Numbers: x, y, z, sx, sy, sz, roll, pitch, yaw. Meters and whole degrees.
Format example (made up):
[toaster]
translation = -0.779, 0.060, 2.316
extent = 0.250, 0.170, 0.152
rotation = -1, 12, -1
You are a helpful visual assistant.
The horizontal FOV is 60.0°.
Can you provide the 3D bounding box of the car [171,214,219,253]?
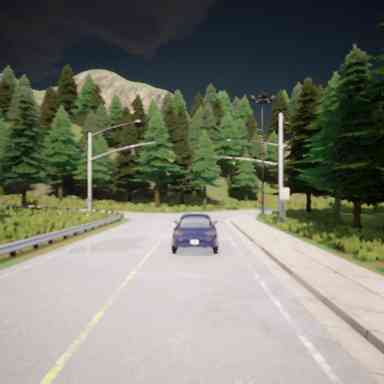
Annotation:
[car]
translation = 0.154, 1.660, 14.337
extent = 1.812, 1.442, 4.674
rotation = 0, 0, 2
